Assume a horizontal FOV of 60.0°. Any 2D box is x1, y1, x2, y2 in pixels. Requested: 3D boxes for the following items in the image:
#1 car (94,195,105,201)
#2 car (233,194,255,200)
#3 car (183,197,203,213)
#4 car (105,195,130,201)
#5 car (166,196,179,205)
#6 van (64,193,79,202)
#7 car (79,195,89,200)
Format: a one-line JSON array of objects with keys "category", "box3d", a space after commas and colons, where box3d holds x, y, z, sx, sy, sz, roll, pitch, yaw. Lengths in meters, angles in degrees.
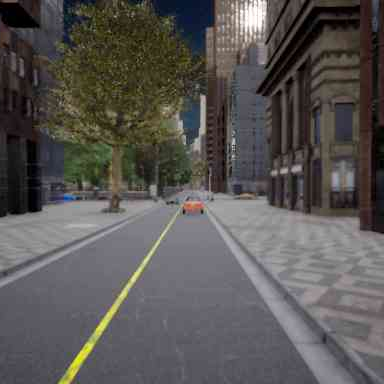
[{"category": "car", "box3d": [-20.422, 1.274, 76.695, 4.206, 1.307, 1.802, 0, 1, 0]}, {"category": "car", "box3d": [11.924, 0.980, 76.501, 4.829, 1.417, 1.752, -1, 1, 0]}, {"category": "car", "box3d": [0.096, 1.266, 35.801, 2.097, 1.767, 4.553, 0, 0, 0]}, {"category": "car", "box3d": [-14.937, 1.326, 68.137, 4.403, 1.369, 2.008, 0, 1, 0]}, {"category": "car", "box3d": [-3.013, 1.376, 52.248, 1.994, 1.385, 4.181, 0, 0, 0]}, {"category": "van", "box3d": [-25.988, 1.174, 68.199, 3.998, 1.788, 1.690, 0, 1, 0]}, {"category": "car", "box3d": [-25.948, 1.269, 76.728, 4.403, 1.369, 2.008, 0, 1, 0]}]
